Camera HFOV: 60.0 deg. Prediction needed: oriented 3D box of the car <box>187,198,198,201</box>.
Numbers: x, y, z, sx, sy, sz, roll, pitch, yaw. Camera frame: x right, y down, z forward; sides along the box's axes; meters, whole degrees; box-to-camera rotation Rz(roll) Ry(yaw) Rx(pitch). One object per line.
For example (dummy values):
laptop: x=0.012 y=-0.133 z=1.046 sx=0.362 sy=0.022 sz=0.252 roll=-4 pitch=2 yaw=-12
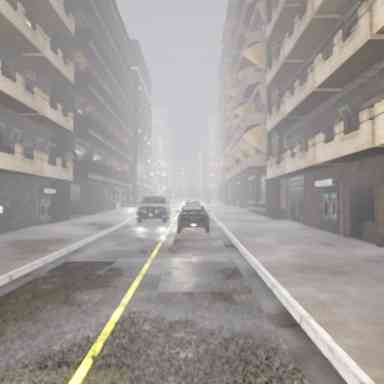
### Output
car: x=0.072 y=1.551 z=41.709 sx=2.128 sy=1.511 sz=4.902 roll=0 pitch=0 yaw=0

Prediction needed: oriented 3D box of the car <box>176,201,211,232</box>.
car: x=0.087 y=1.528 z=20.316 sx=1.837 sy=1.490 sz=4.892 roll=0 pitch=0 yaw=0

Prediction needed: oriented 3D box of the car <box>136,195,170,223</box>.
car: x=-2.867 y=1.252 z=25.804 sx=2.150 sy=2.045 sz=5.566 roll=0 pitch=0 yaw=0
